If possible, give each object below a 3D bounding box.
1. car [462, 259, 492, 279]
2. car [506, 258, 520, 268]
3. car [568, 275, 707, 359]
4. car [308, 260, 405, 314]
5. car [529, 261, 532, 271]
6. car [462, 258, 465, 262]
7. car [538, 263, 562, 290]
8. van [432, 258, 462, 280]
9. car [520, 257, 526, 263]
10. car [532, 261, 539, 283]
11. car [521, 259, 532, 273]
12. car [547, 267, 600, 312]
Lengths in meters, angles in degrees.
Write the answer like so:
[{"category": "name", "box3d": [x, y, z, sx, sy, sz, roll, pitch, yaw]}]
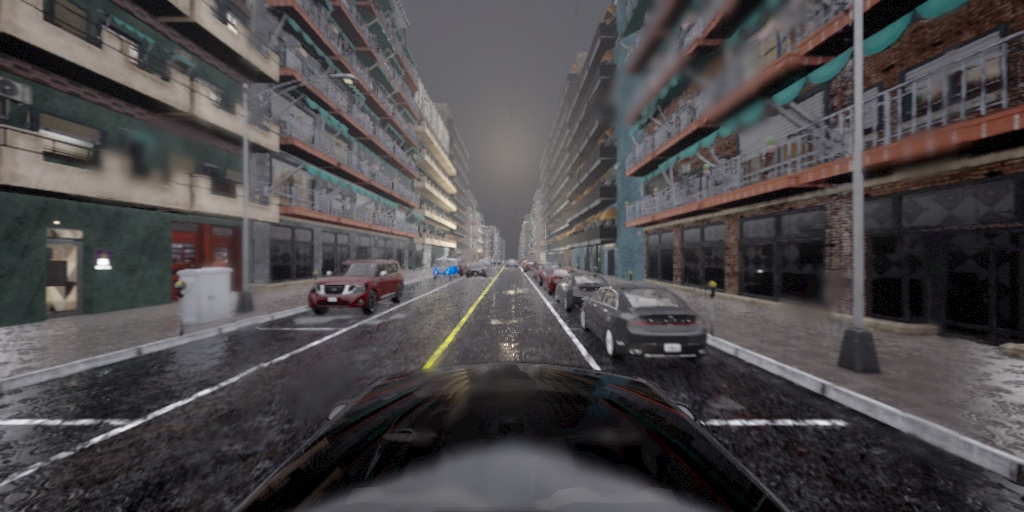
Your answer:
[{"category": "car", "box3d": [-3.093, 1.264, 32.780, 1.837, 1.490, 4.892, 0, 0, 0]}, {"category": "car", "box3d": [0.002, 1.383, 62.295, 1.994, 1.385, 4.181, 0, 0, 0]}, {"category": "car", "box3d": [2.691, 1.300, 8.192, 2.007, 1.370, 4.403, 0, 0, 0]}, {"category": "car", "box3d": [-5.690, 1.065, 13.876, 2.192, 1.841, 5.009, 0, 0, 0]}, {"category": "car", "box3d": [2.692, 1.337, 30.840, 1.802, 1.307, 4.207, 0, 0, 0]}, {"category": "car", "box3d": [-5.689, 1.079, 36.521, 2.192, 1.841, 5.009, 0, 0, 0]}, {"category": "car", "box3d": [2.691, 1.295, 19.517, 1.888, 1.381, 4.507, 0, 0, 0]}, {"category": "van", "box3d": [-5.689, 1.096, 30.862, 1.690, 1.789, 3.998, 0, 0, 0]}, {"category": "car", "box3d": [2.692, 1.357, 59.146, 1.888, 1.381, 4.507, 0, 0, 0]}, {"category": "car", "box3d": [2.691, 1.192, 25.177, 1.967, 1.591, 4.097, 0, 0, 0]}, {"category": "car", "box3d": [2.353, 1.303, 43.788, 1.812, 1.442, 4.674, 0, 0, 0]}, {"category": "car", "box3d": [2.691, 1.300, 13.855, 2.007, 1.370, 4.403, 0, 0, 0]}]
